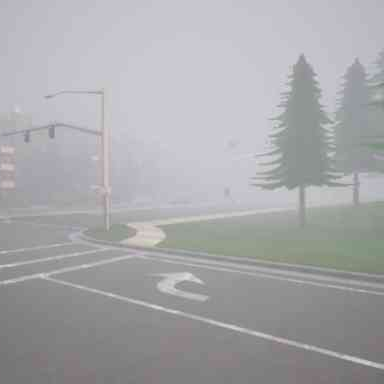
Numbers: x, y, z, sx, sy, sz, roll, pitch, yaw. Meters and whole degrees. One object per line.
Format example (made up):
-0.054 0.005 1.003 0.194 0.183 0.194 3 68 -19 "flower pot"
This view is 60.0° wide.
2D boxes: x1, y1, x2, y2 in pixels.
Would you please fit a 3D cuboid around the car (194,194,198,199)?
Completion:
0.017 1.234 72.235 1.812 1.442 4.674 0 0 35 "car"

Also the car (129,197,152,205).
-9.074 1.620 59.378 1.812 1.442 4.674 0 0 35 "car"

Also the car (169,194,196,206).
-1.908 1.586 57.424 1.837 1.490 4.892 0 -1 35 "car"
